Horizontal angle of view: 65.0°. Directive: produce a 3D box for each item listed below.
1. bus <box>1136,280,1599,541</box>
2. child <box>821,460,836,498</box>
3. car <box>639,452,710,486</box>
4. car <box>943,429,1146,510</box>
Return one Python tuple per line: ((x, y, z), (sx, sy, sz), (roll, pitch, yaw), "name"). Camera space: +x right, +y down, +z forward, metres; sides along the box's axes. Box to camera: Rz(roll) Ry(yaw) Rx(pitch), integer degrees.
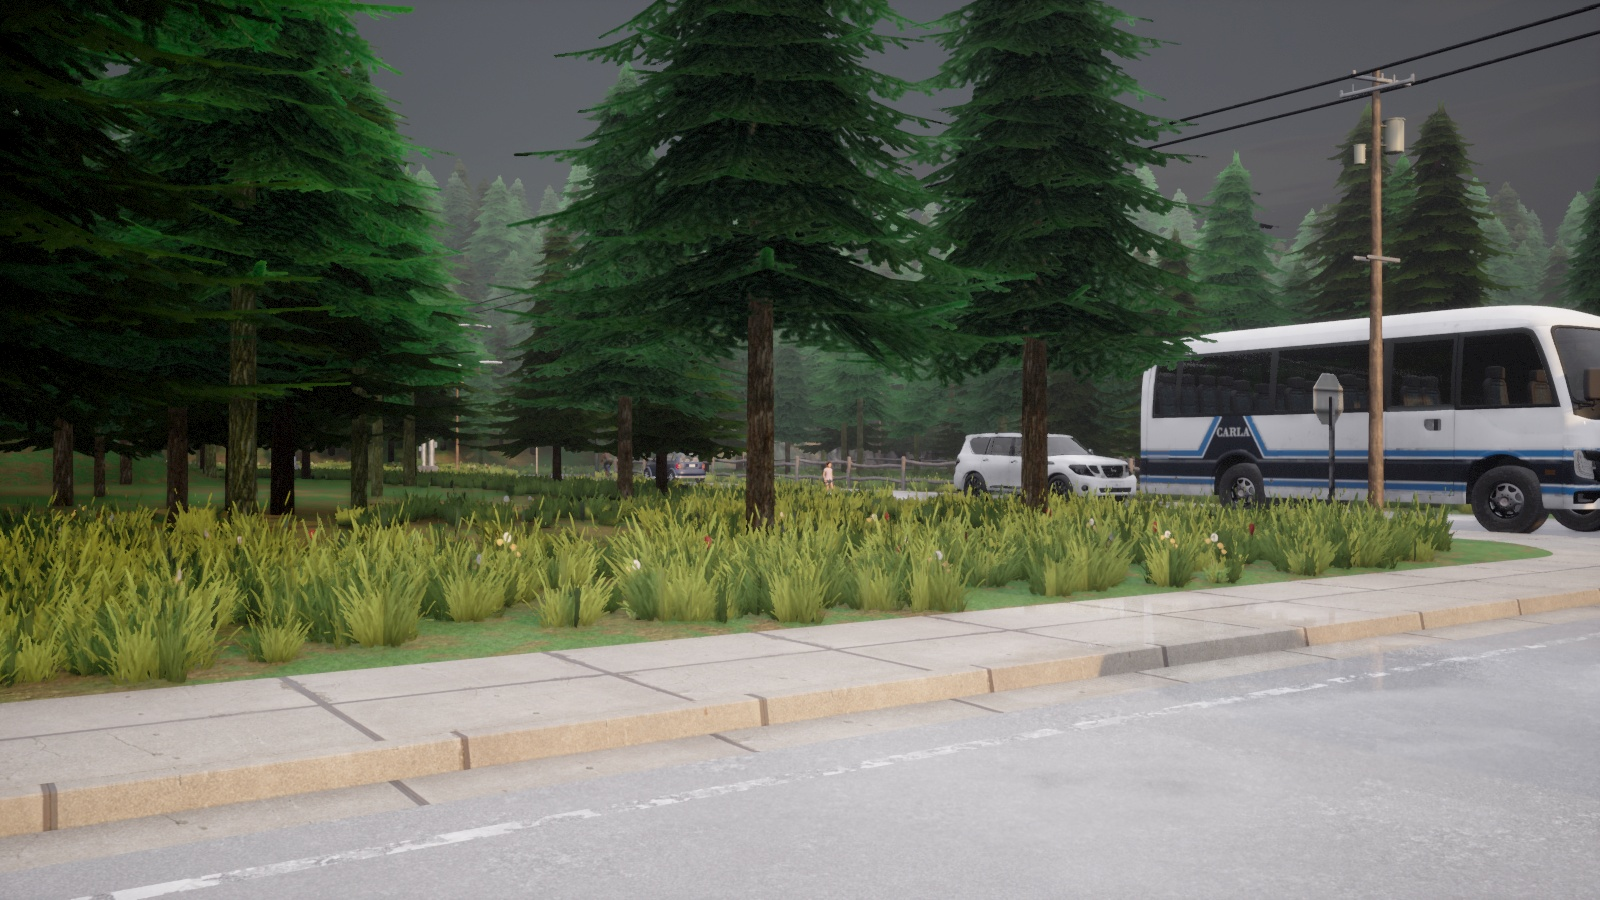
((12.126, -0.630, 25.570), (3.944, 4.253, 10.273), (0, 0, -32), "bus")
((0.828, 0.836, 36.293), (0.255, 1.110, 0.394), (0, 0, -36), "child")
((-5.964, 0.855, 59.444), (1.789, 1.549, 3.705), (0, 0, -34), "car")
((6.549, 0.500, 34.367), (2.150, 2.045, 5.566), (0, 0, -33), "car")
